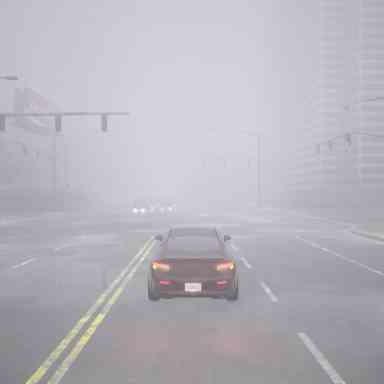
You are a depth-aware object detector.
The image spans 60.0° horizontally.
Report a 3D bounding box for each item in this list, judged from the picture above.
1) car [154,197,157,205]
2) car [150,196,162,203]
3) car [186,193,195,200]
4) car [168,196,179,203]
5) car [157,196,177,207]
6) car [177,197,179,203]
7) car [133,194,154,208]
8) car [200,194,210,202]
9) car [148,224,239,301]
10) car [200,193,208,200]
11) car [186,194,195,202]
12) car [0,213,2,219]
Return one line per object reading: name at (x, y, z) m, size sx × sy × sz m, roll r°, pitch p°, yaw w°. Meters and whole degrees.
car at (-7.338, 1.601, 57.721) m, size 1.895 × 1.301 × 4.718 m, roll 0°, pitch 0°, yaw 0°
car at (-7.310, 1.601, 68.021) m, size 1.895 × 1.301 × 4.718 m, roll 0°, pitch 0°, yaw 0°
car at (-0.392, 1.184, 88.293) m, size 2.097 × 1.767 × 4.553 m, roll 0°, pitch 0°, yaw 0°
car at (-3.809, 1.553, 69.846) m, size 1.994 × 1.385 × 4.181 m, roll 0°, pitch 0°, yaw 0°
car at (-3.819, 1.564, 51.059) m, size 1.994 × 1.385 × 4.181 m, roll 0°, pitch 0°, yaw 0°
car at (-3.839, 1.526, 59.836) m, size 1.812 × 1.442 × 4.674 m, roll 0°, pitch 0°, yaw 0°
car at (-7.310, 1.491, 48.450) m, size 2.128 × 1.511 × 4.902 m, roll 0°, pitch 0°, yaw 0°
car at (3.154, 1.515, 78.021) m, size 2.128 × 1.511 × 4.902 m, roll 0°, pitch 0°, yaw 0°
car at (0.028, 1.526, 8.212) m, size 1.812 × 1.442 × 4.674 m, roll 0°, pitch 0°, yaw 0°
car at (3.108, 1.184, 88.309) m, size 2.097 × 1.767 × 4.553 m, roll 0°, pitch 0°, yaw 0°
car at (-0.347, 1.584, 78.388) m, size 1.895 × 1.301 × 4.718 m, roll 0°, pitch 0°, yaw 0°
car at (-16.650, 1.547, 23.811) m, size 5.357 × 1.411 × 2.033 m, roll 0°, pitch 0°, yaw 1°
